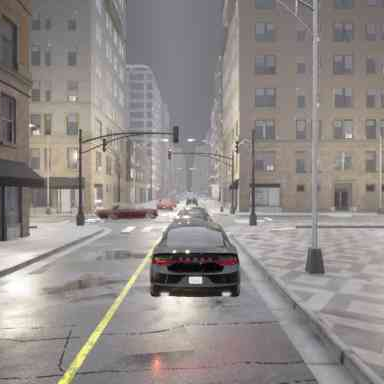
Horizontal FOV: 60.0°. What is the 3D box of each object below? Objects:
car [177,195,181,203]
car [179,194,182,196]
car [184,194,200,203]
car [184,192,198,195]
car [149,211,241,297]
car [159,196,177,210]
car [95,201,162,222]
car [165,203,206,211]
[{"bbox_3d":[-3.159,1.544,49.527,2.033,1.411,5.357,0,0,0],"label":"car"},{"bbox_3d":[-3.179,1.501,59.701,1.837,1.490,4.892,0,0,0],"label":"car"},{"bbox_3d":[-0.015,1.522,57.323,1.812,1.442,4.674,0,0,0],"label":"car"},{"bbox_3d":[-0.163,1.352,80.708,2.097,1.767,4.553,0,0,0],"label":"car"},{"bbox_3d":[0.059,1.477,8.618,1.882,1.535,5.008,0,0,0],"label":"car"},{"bbox_3d":[-3.172,1.474,39.796,1.882,1.535,5.008,0,0,-1],"label":"car"},{"bbox_3d":[-5.060,1.599,26.096,4.718,1.301,1.895,0,0,-23],"label":"car"},{"bbox_3d":[0.073,1.546,18.428,2.033,1.411,5.357,0,0,5],"label":"car"}]
